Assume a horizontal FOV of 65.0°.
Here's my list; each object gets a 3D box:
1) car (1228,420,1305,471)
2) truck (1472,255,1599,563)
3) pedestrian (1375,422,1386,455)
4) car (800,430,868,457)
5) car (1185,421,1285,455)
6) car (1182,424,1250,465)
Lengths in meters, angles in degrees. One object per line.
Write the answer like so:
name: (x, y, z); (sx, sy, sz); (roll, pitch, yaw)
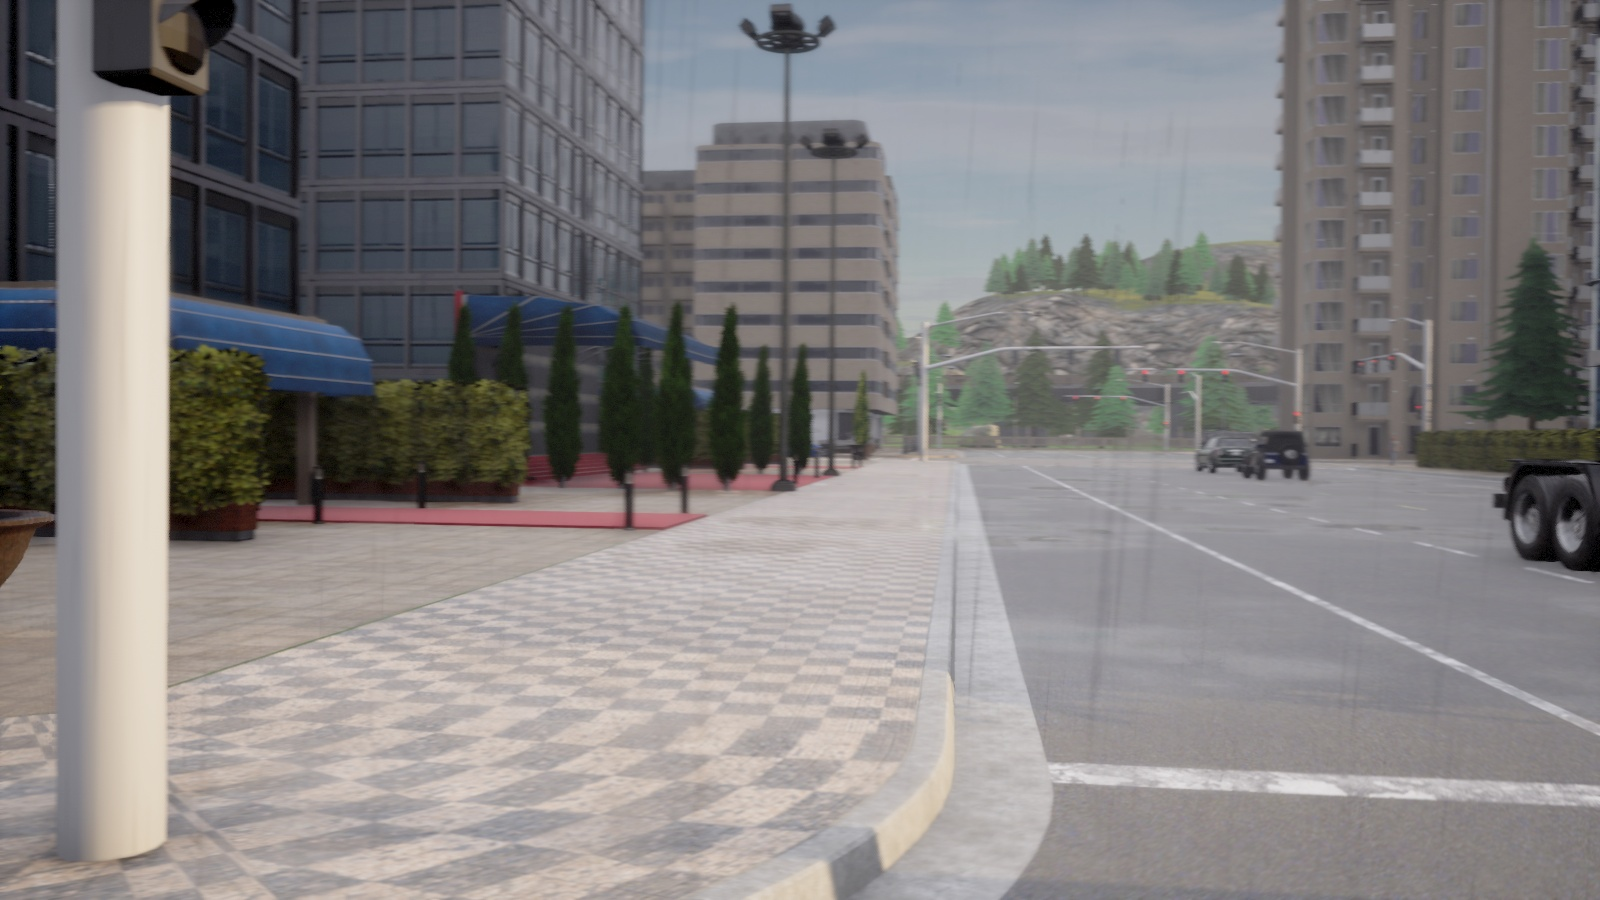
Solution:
car: (18.034, -0.203, 48.701); (1.905, 1.878, 3.866); (-1, 1, 7)
truck: (10.378, -0.468, 13.457); (2.891, 3.462, 7.936); (-1, 1, 7)
pedestrian: (32.698, -0.647, 70.676); (0.354, 1.836, 0.706); (-1, 1, 7)
car: (2.400, -0.455, 87.597); (4.605, 1.855, 1.932); (-1, 1, 5)
car: (27.408, -0.756, 79.176); (5.566, 2.045, 2.150); (0, 1, 35)
car: (19.106, -0.262, 57.846); (2.097, 1.767, 4.553); (-1, 1, 7)
